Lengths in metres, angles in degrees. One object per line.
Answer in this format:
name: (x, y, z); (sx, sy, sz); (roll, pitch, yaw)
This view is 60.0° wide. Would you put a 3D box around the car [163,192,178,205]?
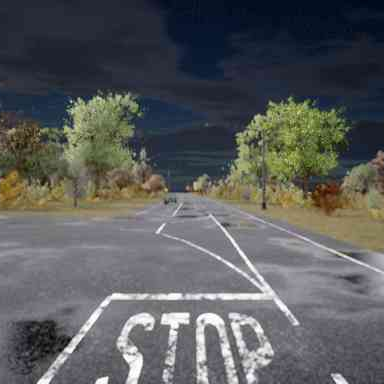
car: (-3.665, 1.091, 57.384); (2.150, 2.045, 5.566); (0, 0, -1)
